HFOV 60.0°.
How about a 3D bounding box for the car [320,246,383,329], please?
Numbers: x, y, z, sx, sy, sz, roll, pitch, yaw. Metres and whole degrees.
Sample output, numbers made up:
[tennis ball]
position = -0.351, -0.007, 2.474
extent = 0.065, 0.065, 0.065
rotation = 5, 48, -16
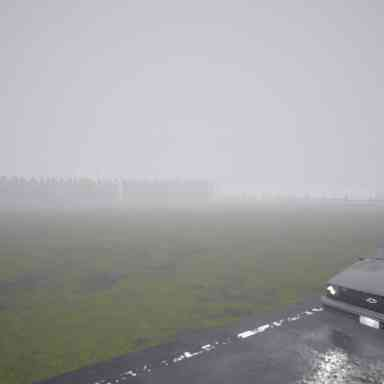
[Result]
[car]
position = 4.808, 1.547, 6.498
extent = 5.357, 1.411, 2.033
rotation = 0, 0, -35
